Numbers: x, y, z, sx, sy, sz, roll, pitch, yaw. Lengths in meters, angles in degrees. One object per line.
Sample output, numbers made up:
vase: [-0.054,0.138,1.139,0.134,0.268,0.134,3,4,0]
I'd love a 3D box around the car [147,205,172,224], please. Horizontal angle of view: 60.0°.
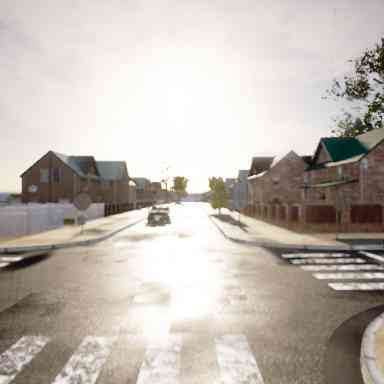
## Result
car: [-2.751,1.890,28.900,2.128,1.511,4.902,0,-1,0]
